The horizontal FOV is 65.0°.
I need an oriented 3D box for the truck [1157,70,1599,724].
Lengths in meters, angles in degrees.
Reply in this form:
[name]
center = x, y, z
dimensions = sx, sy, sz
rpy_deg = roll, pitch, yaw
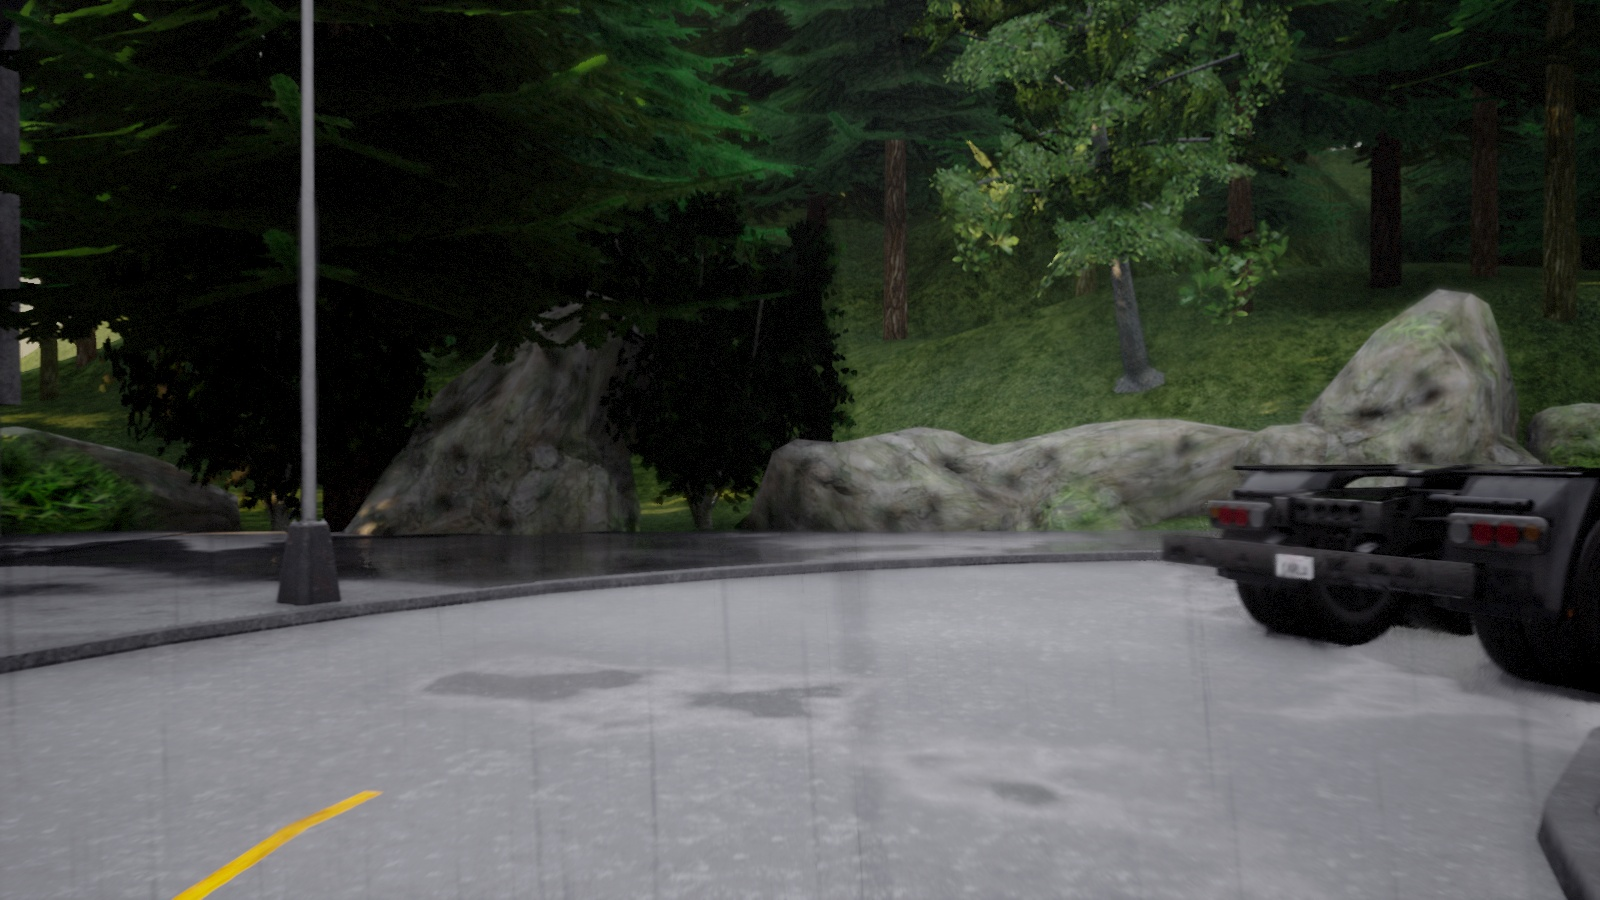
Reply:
[truck]
center = 6.863, -0.289, 9.517
dimensions = 7.936, 3.462, 2.891
rpy_deg = 0, 0, -23
